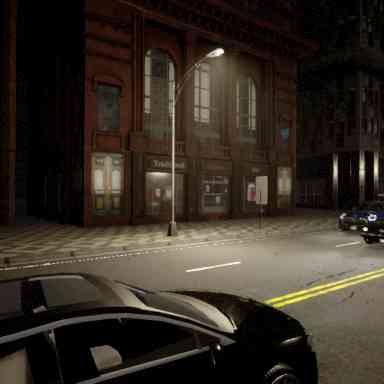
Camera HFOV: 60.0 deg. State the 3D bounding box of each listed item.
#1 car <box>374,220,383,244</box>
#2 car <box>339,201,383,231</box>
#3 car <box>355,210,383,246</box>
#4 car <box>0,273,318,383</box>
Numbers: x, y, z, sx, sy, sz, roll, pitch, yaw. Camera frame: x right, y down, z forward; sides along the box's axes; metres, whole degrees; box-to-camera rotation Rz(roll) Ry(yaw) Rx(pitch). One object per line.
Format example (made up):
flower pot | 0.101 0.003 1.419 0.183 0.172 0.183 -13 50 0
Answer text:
car | 6.931 1.487 8.323 4.902 1.511 2.128 0 0 -35
car | 10.437 1.335 18.997 4.553 1.767 2.097 0 0 -35
car | 9.207 1.589 14.152 4.718 1.301 1.895 0 0 -35
car | -0.947 1.492 2.765 4.902 1.511 2.128 0 0 -35
